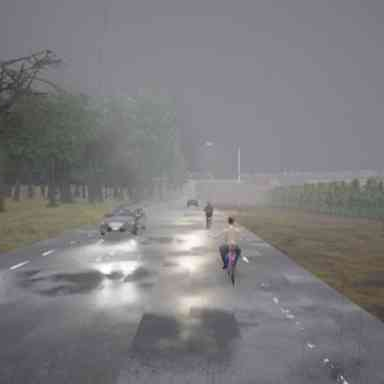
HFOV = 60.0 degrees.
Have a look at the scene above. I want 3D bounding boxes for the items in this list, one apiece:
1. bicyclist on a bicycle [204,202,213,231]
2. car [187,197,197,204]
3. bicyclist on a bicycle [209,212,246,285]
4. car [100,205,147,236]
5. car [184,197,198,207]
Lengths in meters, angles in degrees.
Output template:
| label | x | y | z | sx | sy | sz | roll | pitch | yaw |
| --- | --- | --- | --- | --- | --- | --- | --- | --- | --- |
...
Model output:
| label | x | y | z | sx | sy | sz | roll | pitch | yaw |
| --- | --- | --- | --- | --- | --- | --- | --- | --- | --- |
| bicyclist on a bicycle | 0.965 | 1.418 | 18.945 | 0.582 | 1.620 | 1.656 | 0 | 0 | 0 |
| car | -0.003 | 1.887 | 73.757 | 2.128 | 1.511 | 4.902 | 0 | -1 | 0 |
| bicyclist on a bicycle | 0.964 | 1.415 | 8.413 | 0.866 | 1.612 | 1.509 | 0 | 0 | 0 |
| car | -3.599 | 1.457 | 18.122 | 2.128 | 1.511 | 4.902 | 0 | 0 | 0 |
| car | 0.096 | 1.669 | 55.702 | 1.837 | 1.490 | 4.892 | 0 | 0 | 0 |
